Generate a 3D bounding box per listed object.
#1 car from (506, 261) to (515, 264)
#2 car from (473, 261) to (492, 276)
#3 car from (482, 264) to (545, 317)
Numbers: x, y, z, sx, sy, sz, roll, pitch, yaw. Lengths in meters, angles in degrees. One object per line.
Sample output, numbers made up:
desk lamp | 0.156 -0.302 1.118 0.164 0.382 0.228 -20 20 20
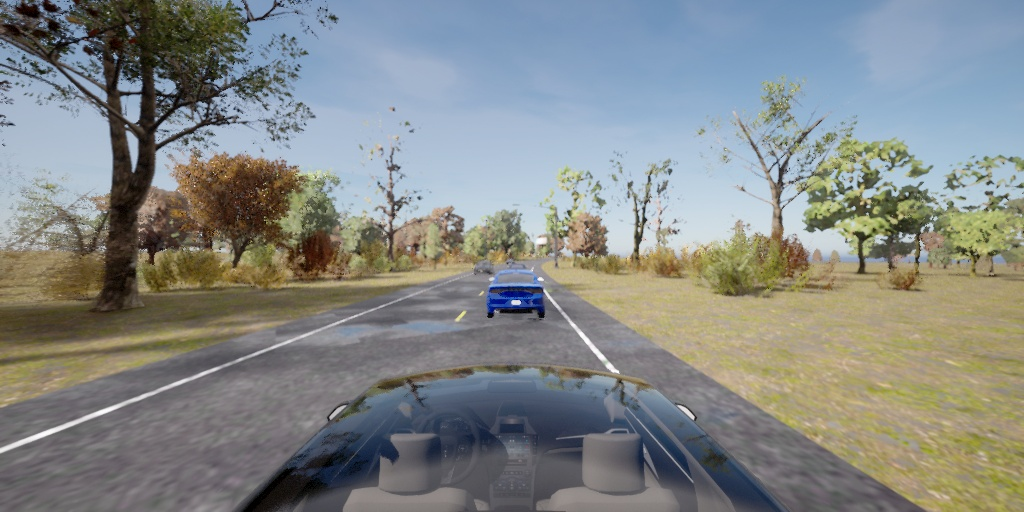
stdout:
car | 0.478 1.351 31.461 1.994 1.385 4.181 0 0 2
car | -2.975 1.300 38.543 1.837 1.490 4.892 0 0 2
car | 0.149 1.242 13.308 1.882 1.535 5.008 0 0 1
